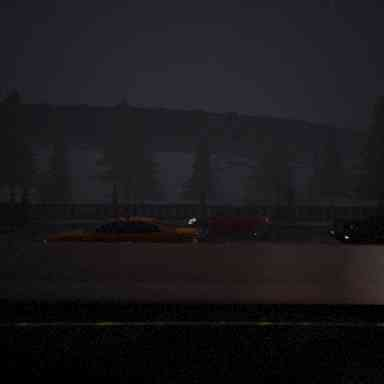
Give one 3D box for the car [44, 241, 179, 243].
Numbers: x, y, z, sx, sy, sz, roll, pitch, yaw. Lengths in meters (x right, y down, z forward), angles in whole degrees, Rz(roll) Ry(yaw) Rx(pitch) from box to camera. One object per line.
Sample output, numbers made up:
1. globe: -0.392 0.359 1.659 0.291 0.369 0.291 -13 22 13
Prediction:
1. car: -2.298 1.560 11.030 5.008 1.535 1.882 0 -1 -1
